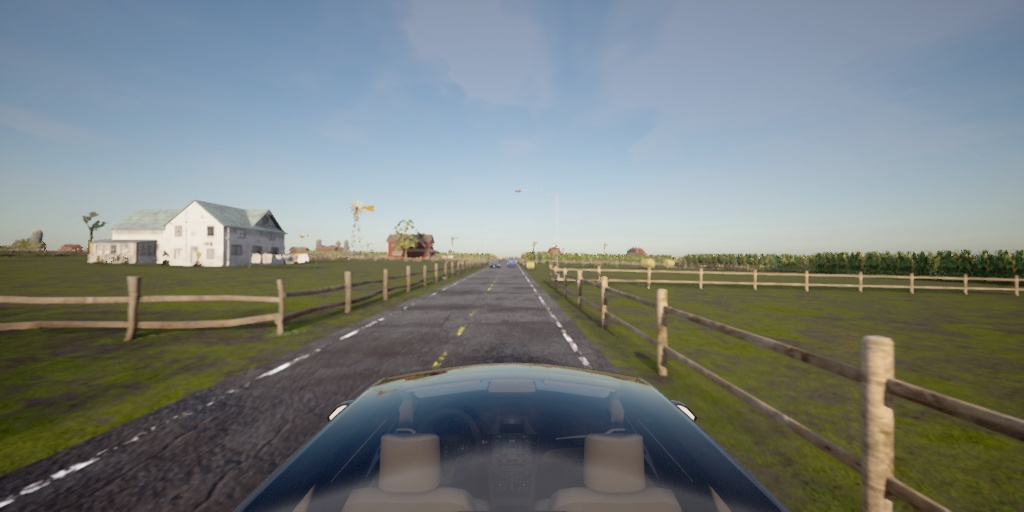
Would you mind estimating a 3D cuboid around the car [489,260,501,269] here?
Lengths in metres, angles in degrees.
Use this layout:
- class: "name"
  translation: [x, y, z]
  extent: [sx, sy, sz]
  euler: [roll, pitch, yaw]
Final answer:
- class: "car"
  translation: [-2.826, 1.381, 59.853]
  extent: [2.033, 1.411, 5.357]
  euler: [0, 0, 1]

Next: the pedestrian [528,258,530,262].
- class: "pedestrian"
  translation: [2.796, 1.152, 60.947]
  extent: [0.375, 1.860, 0.375]
  euler: [1, -1, -2]

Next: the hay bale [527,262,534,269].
- class: "hay bale"
  translation: [3.097, 1.489, 59.833]
  extent: [1.220, 1.180, 1.240]
  euler: [0, 0, 0]
